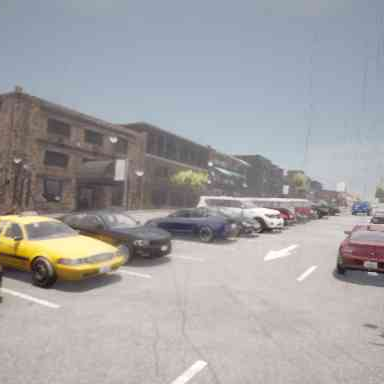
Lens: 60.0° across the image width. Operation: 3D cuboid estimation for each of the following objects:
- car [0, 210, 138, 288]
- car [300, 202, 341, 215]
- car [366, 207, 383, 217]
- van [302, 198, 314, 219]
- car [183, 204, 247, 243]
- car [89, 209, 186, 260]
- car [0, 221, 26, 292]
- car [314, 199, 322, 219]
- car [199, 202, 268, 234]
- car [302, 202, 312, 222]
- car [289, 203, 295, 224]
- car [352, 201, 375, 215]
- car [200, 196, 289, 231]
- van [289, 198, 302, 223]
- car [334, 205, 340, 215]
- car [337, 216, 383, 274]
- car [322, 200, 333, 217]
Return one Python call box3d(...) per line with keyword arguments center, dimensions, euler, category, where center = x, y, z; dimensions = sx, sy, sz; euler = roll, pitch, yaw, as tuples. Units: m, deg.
box3d(center=(-4.270, 1.340, 9.011), dimensions=(5.366, 1.575, 1.946), euler=(2, 0, 31), category="car")
box3d(center=(17.361, 2.227, 45.051), dimensions=(4.892, 1.521, 2.231), euler=(2, -1, 31), category="car")
box3d(center=(13.569, 2.029, 23.306), dimensions=(1.812, 1.442, 4.674), euler=(2, 0, 32), category="car")
box3d(center=(8.548, 1.608, 30.741), dimensions=(4.442, 1.987, 1.878), euler=(2, 0, 31), category="van")
box3d(center=(-0.099, 1.522, 16.313), dimensions=(4.792, 1.488, 2.163), euler=(2, 0, 31), category="car")
box3d(center=(-2.983, 1.387, 11.505), dimensions=(5.008, 1.535, 2.097), euler=(2, 0, 31), category="car")
box3d(center=(-5.857, 1.319, 6.695), dimensions=(4.792, 1.488, 2.163), euler=(2, 0, 31), category="car")
box3d(center=(10.071, 1.769, 33.094), dimensions=(4.553, 1.767, 2.185), euler=(2, 0, 31), category="car")
box3d(center=(1.372, 1.550, 18.693), dimensions=(4.892, 1.521, 2.231), euler=(2, 0, 31), category="car")
box3d(center=(7.181, 1.781, 28.286), dimensions=(4.892, 1.521, 2.231), euler=(2, 0, 31), category="car")
box3d(center=(4.277, 1.664, 23.492), dimensions=(5.008, 1.535, 2.097), euler=(2, 0, 31), category="car")
box3d(center=(23.836, 2.231, 46.608), dimensions=(2.150, 2.045, 5.566), euler=(2, -1, 32), category="car")
box3d(center=(2.862, 1.356, 21.077), dimensions=(5.566, 2.045, 2.435), euler=(2, 0, 31), category="car")
box3d(center=(5.841, 1.499, 25.827), dimensions=(4.442, 1.987, 1.878), euler=(2, 0, 31), category="van")
box3d(center=(15.945, 1.903, 42.643), dimensions=(5.566, 2.045, 2.435), euler=(2, 0, 31), category="car")
box3d(center=(5.779, 1.726, 10.446), dimensions=(1.812, 1.442, 4.674), euler=(2, 0, 32), category="car")
box3d(center=(11.579, 1.706, 35.457), dimensions=(5.566, 2.045, 2.435), euler=(2, 0, 31), category="car")
